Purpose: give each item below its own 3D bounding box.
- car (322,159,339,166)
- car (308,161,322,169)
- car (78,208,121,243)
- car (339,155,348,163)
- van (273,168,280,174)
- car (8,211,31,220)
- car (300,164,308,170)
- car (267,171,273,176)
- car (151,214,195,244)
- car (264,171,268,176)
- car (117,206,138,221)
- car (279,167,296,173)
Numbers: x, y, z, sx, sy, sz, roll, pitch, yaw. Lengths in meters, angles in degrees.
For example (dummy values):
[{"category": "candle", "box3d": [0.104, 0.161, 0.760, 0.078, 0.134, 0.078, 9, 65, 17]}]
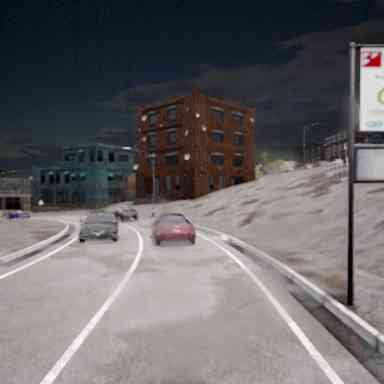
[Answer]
[{"category": "car", "box3d": [21.373, -4.071, 48.529, 2.002, 1.452, 4.674, 0, 0, -1]}, {"category": "car", "box3d": [21.249, -4.285, 54.203, 2.185, 1.767, 4.553, 0, 0, -1]}, {"category": "car", "box3d": [-4.916, 1.804, 18.007, 1.837, 1.490, 4.892, 0, -2, -12]}, {"category": "car", "box3d": [21.493, -4.189, 43.036, 2.185, 1.767, 4.553, 0, 0, -1]}, {"category": "van", "box3d": [20.771, -4.535, 76.132, 1.878, 1.987, 4.442, 0, 0, -1]}, {"category": "car", "box3d": [-28.237, 3.781, 54.254, 4.674, 1.442, 1.812, -5, -2, 36]}, {"category": "car", "box3d": [21.129, -4.329, 59.722, 2.185, 1.767, 4.553, 0, 0, -1]}, {"category": "car", "box3d": [20.649, -4.295, 81.774, 2.002, 1.452, 4.674, 0, 0, -1]}, {"category": "car", "box3d": [-1.077, 1.823, 17.417, 1.994, 1.385, 4.181, 0, -1, -10]}, {"category": "car", "box3d": [20.529, -4.606, 87.259, 2.435, 2.045, 5.566, 0, 0, -1]}, {"category": "car", "box3d": [-7.315, 2.300, 35.705, 2.128, 1.511, 4.902, 0, -2, -27]}, {"category": "car", "box3d": [20.888, -4.278, 70.736, 2.231, 1.521, 4.892, 0, 0, -1]}]
